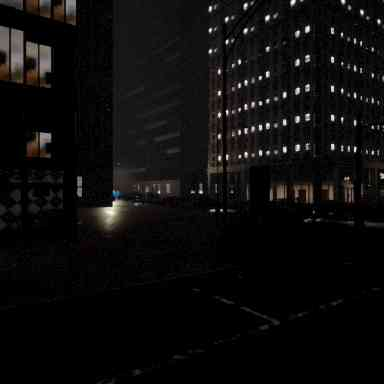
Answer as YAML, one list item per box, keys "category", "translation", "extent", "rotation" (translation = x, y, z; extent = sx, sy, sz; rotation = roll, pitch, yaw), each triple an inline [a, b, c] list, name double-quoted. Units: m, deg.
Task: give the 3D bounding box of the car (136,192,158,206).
- category: "car"
  translation: [-5.459, 1.094, 44.996]
  extent: [1.752, 1.417, 4.829]
  rotation: [1, 0, -33]

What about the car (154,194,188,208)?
- category: "car"
  translation: [-2.509, 1.211, 40.500]
  extent: [1.802, 1.307, 4.206]
  rotation: [1, 0, -33]

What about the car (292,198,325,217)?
- category: "car"
  translation: [8.292, 1.298, 28.268]
  extent: [2.128, 1.511, 4.902]
  rotation: [0, 1, -32]

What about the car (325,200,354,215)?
- category: "car"
  translation: [13.007, 1.377, 31.239]
  extent: [1.802, 1.307, 4.206]
  rotation: [1, 0, -32]

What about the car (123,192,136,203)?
- category: "car"
  translation: [-9.188, 0.793, 55.241]
  extent: [2.097, 1.767, 4.553]
  rotation: [0, 1, -34]

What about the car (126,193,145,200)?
- category: "car"
  translation: [-11.540, 0.864, 67.781]
  extent: [1.947, 1.339, 4.313]
  rotation: [1, 0, -36]

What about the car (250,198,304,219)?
- category: "car"
  translation: [6.389, 1.399, 26.546]
  extent: [1.802, 1.307, 4.206]
  rotation: [1, 0, -32]

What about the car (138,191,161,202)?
- category: "car"
  translation: [-7.324, 0.778, 57.543]
  extent: [2.097, 1.767, 4.553]
  rotation: [0, 1, -35]

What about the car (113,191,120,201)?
- category: "car"
  translation: [-15.008, 0.919, 58.874]
  extent: [1.887, 1.381, 4.507]
  rotation: [1, 0, -35]

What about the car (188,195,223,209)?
- category: "car"
  translation: [1.767, 1.232, 38.602]
  extent: [1.994, 1.385, 4.181]
  rotation: [0, 1, -33]

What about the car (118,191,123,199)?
- category: "car"
  translation: [-13.144, 0.876, 65.716]
  extent: [1.994, 1.385, 4.181]
  rotation: [0, 1, -36]
